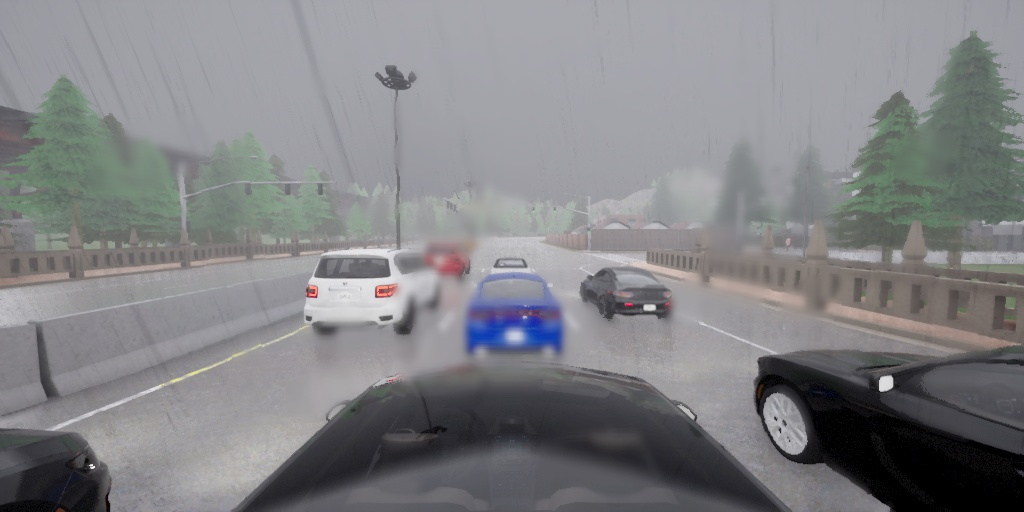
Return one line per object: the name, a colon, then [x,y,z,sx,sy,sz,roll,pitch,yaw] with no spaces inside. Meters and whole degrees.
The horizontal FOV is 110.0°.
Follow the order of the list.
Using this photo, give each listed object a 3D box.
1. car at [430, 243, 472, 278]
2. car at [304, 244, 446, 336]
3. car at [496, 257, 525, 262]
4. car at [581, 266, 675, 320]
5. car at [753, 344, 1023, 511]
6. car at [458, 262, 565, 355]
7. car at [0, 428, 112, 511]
car: [-3.595,0.238,20.424,2.150,2.045,5.566,0,4,-1]
car: [-3.478,0.803,10.048,2.150,2.045,5.566,0,2,-1]
car: [-0.074,0.727,18.612,1.895,1.301,4.718,0,3,-1]
car: [3.504,1.052,11.481,1.812,1.442,4.674,0,3,-1]
car: [3.598,1.228,1.915,1.882,1.535,5.008,0,0,0]
car: [0.036,1.113,8.464,1.882,1.535,5.008,0,2,0]
car: [-3.390,1.254,0.163,1.837,1.490,4.892,0,0,-1]
